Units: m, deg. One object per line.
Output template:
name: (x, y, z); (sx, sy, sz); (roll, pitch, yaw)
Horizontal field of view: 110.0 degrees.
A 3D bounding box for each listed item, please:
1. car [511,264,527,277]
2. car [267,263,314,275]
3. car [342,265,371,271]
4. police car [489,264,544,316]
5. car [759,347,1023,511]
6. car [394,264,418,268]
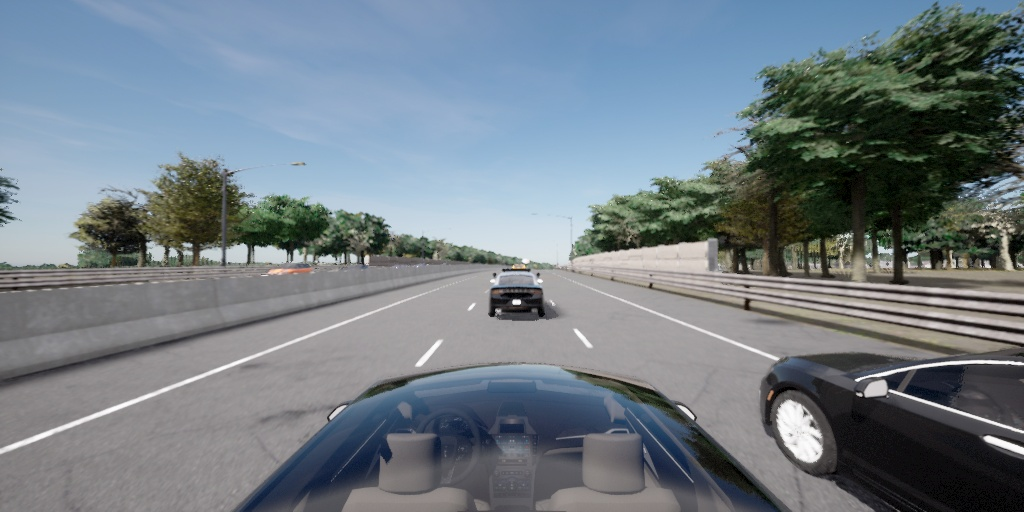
car: (0.920, 1.782, 45.155); (1.882, 1.535, 5.008); (0, -1, 2)
car: (-20.648, 1.464, 33.566); (2.097, 1.767, 4.553); (0, -1, 2)
car: (-16.972, 1.710, 39.360); (1.837, 1.490, 4.892); (0, -1, 2)
police car: (0.174, 1.285, 14.020); (1.930, 1.638, 5.238); (0, 0, 1)
car: (3.607, 1.261, 1.914); (1.837, 1.490, 4.892); (0, 0, 0)
car: (-13.353, 1.755, 42.811); (2.128, 1.511, 4.902); (0, -1, 2)
